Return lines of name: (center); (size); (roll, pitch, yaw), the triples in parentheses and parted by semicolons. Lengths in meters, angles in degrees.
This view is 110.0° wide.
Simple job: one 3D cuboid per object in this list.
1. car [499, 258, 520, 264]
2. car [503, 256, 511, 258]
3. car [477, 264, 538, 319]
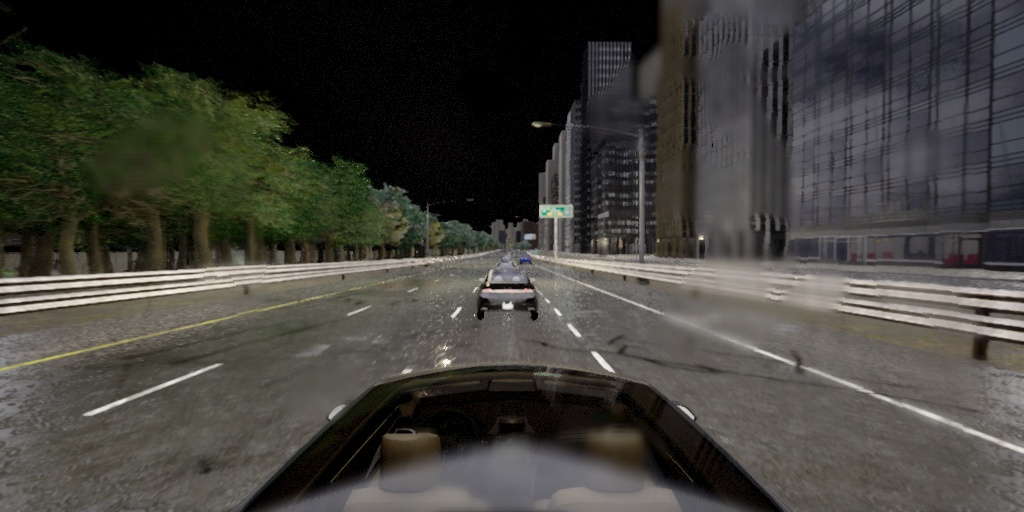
car: (-0.527, 1.170, 32.450); (1.994, 1.385, 4.181); (0, 0, -1)
car: (-0.819, 1.058, 50.951); (1.994, 1.385, 4.181); (0, 0, -1)
car: (-0.161, 1.194, 12.473); (2.128, 1.511, 4.902); (0, 0, -1)
